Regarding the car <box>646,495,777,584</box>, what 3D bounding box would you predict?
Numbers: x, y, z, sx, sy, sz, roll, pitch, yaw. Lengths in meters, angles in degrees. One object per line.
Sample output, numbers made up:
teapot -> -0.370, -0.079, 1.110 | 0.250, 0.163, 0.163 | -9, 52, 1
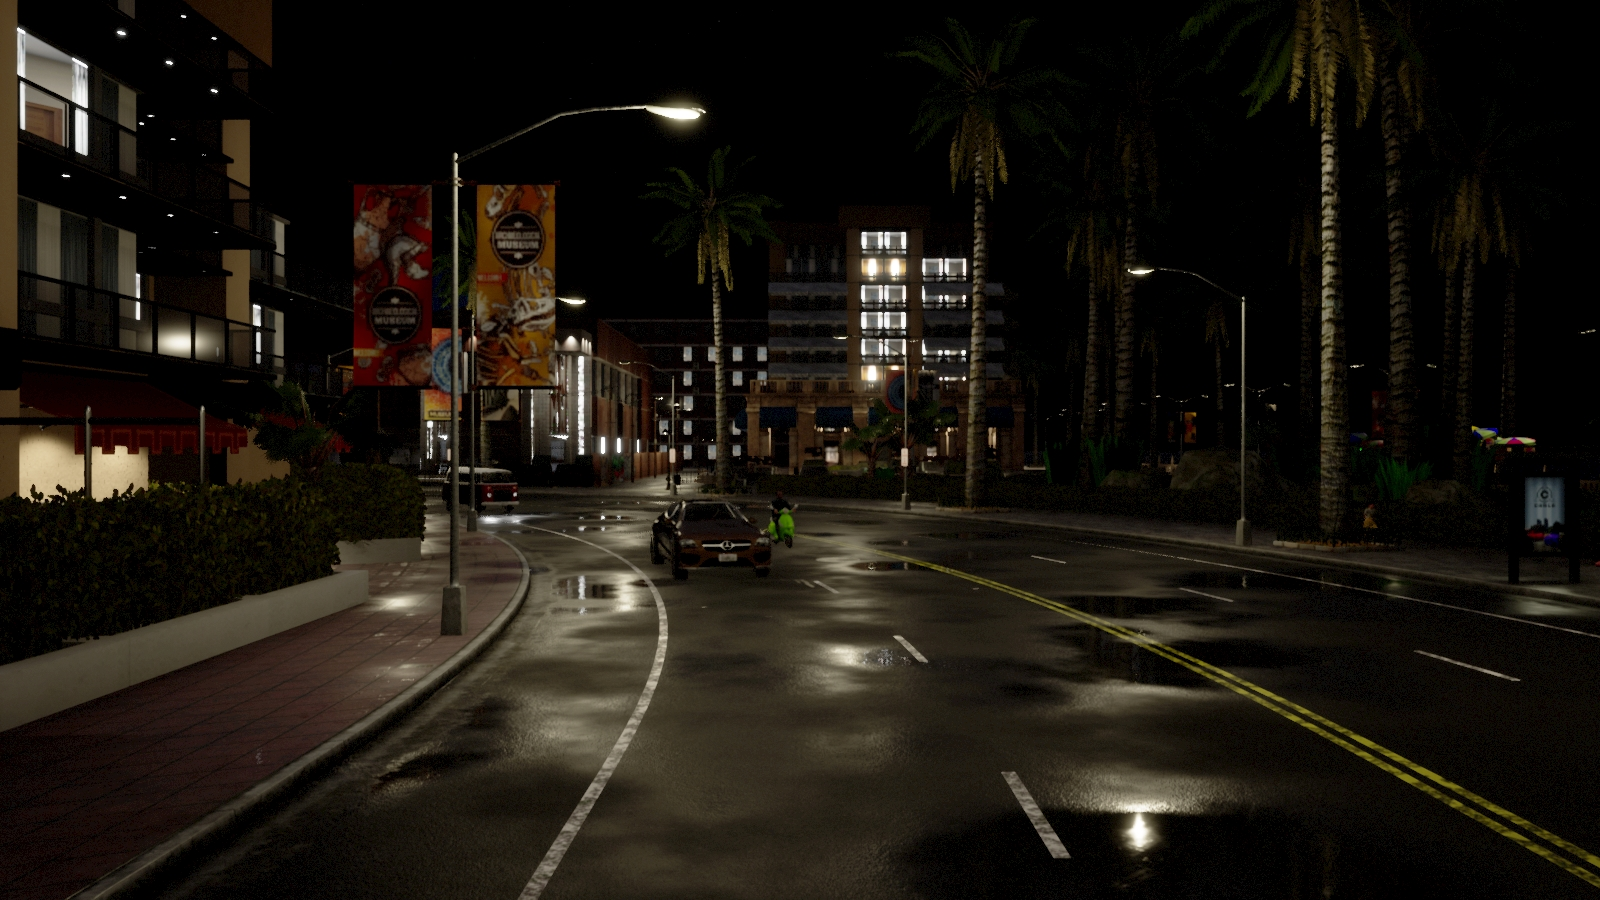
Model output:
car -> -2.185, 1.992, 26.689 | 2.152, 1.651, 5.027 | 0, 0, -15

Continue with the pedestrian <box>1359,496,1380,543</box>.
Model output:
pedestrian -> 16.184, 1.979, 32.460 | 0.375, 1.300, 0.375 | 0, 0, -15
